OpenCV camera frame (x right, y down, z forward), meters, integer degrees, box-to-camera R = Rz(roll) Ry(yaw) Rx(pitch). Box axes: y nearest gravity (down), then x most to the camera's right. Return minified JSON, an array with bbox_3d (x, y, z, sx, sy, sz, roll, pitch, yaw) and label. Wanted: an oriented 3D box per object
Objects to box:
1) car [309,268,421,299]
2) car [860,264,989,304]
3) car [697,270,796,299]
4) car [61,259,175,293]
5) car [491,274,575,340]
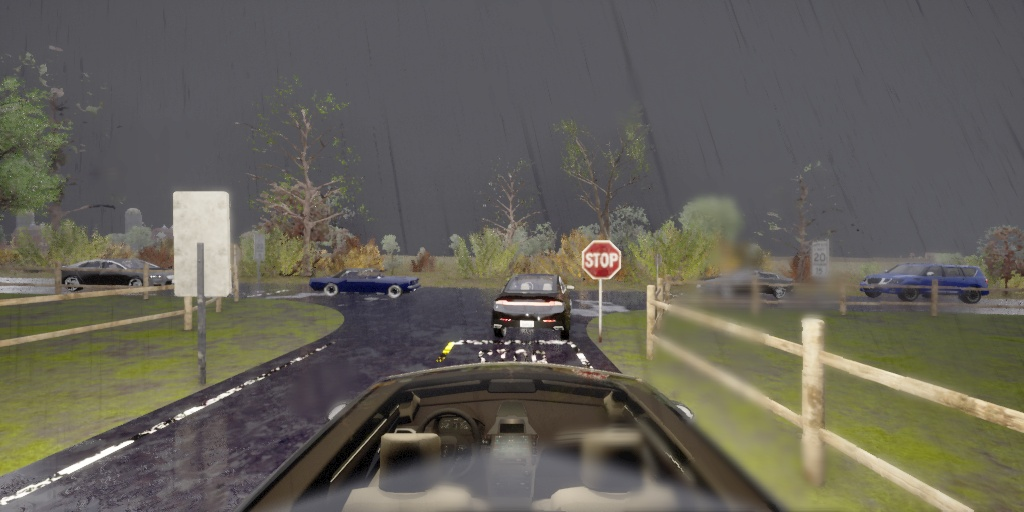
[{"bbox_3d":[-6.825,1.248,17.087,4.718,1.301,1.895,1,1,0],"label":"car"},{"bbox_3d":[22.896,1.466,20.008,5.566,2.045,2.150,1,1,0],"label":"car"},{"bbox_3d":[13.000,1.525,20.017,4.902,1.511,2.128,1,1,0],"label":"car"},{"bbox_3d":[-18.493,0.885,17.101,4.902,1.511,2.128,1,1,0],"label":"car"},{"bbox_3d":[0.705,1.240,10.057,2.128,1.511,4.902,0,0,9],"label":"car"}]
